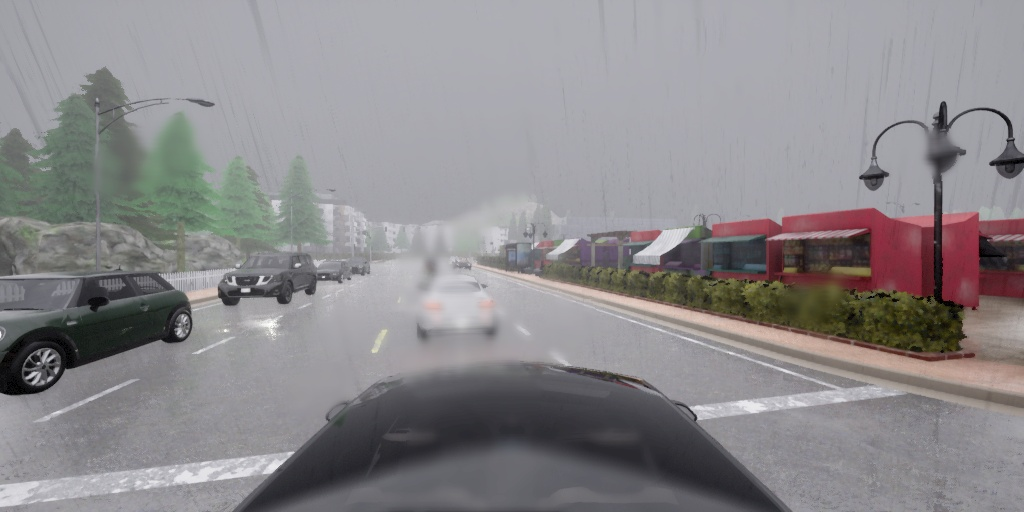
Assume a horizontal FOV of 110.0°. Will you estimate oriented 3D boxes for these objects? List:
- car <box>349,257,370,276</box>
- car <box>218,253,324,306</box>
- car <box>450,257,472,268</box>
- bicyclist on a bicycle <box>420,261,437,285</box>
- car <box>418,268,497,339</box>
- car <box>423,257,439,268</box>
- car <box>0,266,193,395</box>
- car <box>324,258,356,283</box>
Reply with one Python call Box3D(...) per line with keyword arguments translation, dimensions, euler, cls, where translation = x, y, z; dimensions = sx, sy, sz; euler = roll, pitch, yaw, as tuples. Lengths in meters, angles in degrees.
Box3D(translation=(-14.558, 0.876, 33.318), dimensions=(2.097, 1.767, 4.553), euler=(0, 0, -13), cls="car")
Box3D(translation=(-10.332, 0.876, 15.725), dimensions=(2.150, 2.045, 5.566), euler=(0, 0, -14), cls="car")
Box3D(translation=(-6.107, 1.049, 43.814), dimensions=(1.895, 1.301, 4.718), euler=(0, 0, -14), cls="car")
Box3D(translation=(-4.524, 1.079, 19.691), dimensions=(0.582, 1.620, 1.656), euler=(0, 1, 24), cls="bicyclist on a bicycle")
Box3D(translation=(-1.581, 1.225, 9.874), dimensions=(1.812, 1.442, 4.674), euler=(0, 0, -13), cls="car")
Box3D(translation=(-11.418, 0.901, 50.815), dimensions=(1.837, 1.490, 4.892), euler=(0, 0, -13), cls="car")
Box3D(translation=(-8.083, 1.076, 6.304), dimensions=(2.097, 1.767, 4.553), euler=(0, 0, -13), cls="car")
Box3D(translation=(-12.648, 1.088, 25.341), dimensions=(1.837, 1.490, 4.892), euler=(0, 0, -13), cls="car")
